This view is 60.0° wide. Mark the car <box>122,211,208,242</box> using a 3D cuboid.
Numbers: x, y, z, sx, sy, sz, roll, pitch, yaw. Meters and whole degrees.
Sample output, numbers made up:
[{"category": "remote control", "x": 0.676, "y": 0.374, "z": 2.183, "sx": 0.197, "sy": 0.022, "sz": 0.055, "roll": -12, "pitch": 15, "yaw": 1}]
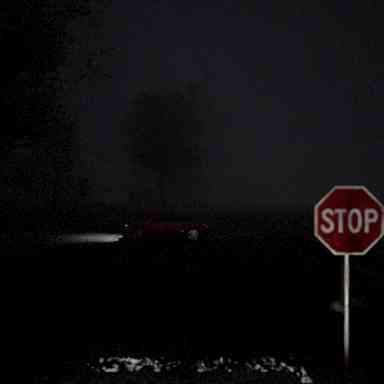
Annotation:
[{"category": "car", "x": -1.288, "y": 1.655, "z": 16.505, "sx": 4.181, "sy": 1.385, "sz": 1.994, "roll": 1, "pitch": 0, "yaw": 2}]
